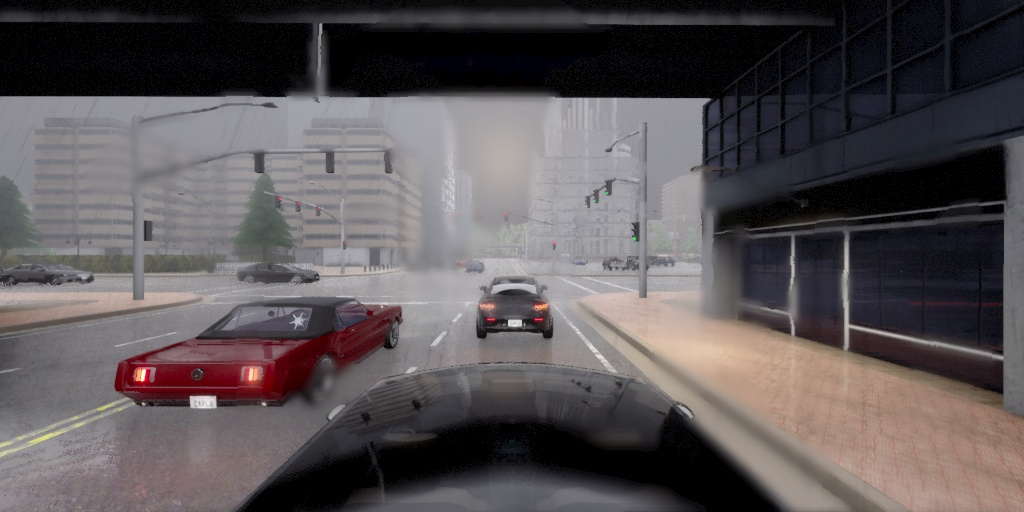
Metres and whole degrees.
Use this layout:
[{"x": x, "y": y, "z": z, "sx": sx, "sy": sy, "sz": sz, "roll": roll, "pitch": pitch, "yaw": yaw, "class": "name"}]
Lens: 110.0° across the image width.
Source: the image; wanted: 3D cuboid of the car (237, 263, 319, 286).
[{"x": -16.000, "y": 1.255, "z": 24.727, "sx": 4.892, "sy": 1.490, "sz": 1.837, "roll": 0, "pitch": 0, "yaw": -6, "class": "car"}]

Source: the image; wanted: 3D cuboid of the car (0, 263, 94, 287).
[{"x": -31.369, "y": 1.242, "z": 24.257, "sx": 4.902, "sy": 1.511, "sz": 2.128, "roll": 0, "pitch": 0, "yaw": 0, "class": "car"}]

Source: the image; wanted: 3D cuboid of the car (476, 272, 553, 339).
[{"x": 0.071, "y": 1.276, "z": 10.004, "sx": 1.812, "sy": 1.442, "sz": 4.674, "roll": 0, "pitch": 0, "yaw": 0, "class": "car"}]

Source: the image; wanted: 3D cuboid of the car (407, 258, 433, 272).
[{"x": -11.582, "y": 1.314, "z": 44.610, "sx": 1.994, "sy": 1.385, "sz": 4.181, "roll": 0, "pitch": 0, "yaw": 0, "class": "car"}]

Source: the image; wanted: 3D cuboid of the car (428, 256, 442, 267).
[{"x": -11.656, "y": 0.971, "z": 53.968, "sx": 2.150, "sy": 2.045, "sz": 5.566, "roll": 0, "pitch": 0, "yaw": -1, "class": "car"}]

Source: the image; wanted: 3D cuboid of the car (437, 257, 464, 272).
[{"x": -8.107, "y": 1.241, "z": 47.406, "sx": 2.128, "sy": 1.511, "sz": 4.902, "roll": 0, "pitch": 0, "yaw": 0, "class": "car"}]

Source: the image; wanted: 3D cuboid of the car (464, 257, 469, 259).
[{"x": -8.173, "y": 1.102, "z": 56.317, "sx": 2.097, "sy": 1.767, "sz": 4.553, "roll": 0, "pitch": 0, "yaw": 0, "class": "car"}]

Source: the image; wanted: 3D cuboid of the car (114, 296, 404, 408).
[{"x": -3.440, "y": 1.351, "z": 6.237, "sx": 1.895, "sy": 1.301, "sz": 4.718, "roll": 0, "pitch": 0, "yaw": 0, "class": "car"}]

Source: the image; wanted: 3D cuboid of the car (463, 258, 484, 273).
[{"x": -4.246, "y": 1.297, "z": 42.311, "sx": 2.033, "sy": 1.411, "sz": 5.357, "roll": 0, "pitch": 0, "yaw": -2, "class": "car"}]
